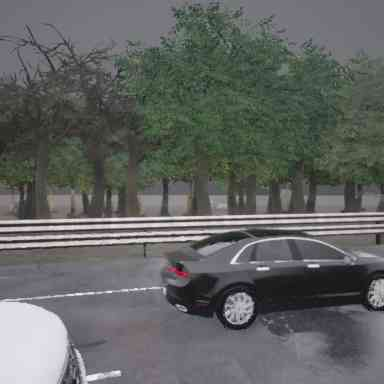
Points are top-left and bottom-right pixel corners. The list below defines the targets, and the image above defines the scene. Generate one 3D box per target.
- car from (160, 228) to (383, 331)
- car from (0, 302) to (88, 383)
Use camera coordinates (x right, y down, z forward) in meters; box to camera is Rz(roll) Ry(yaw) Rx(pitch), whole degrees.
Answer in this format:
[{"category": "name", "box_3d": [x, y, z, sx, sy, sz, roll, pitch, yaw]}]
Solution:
[{"category": "car", "box_3d": [1.825, 1.505, 6.633, 4.892, 1.490, 1.837, 0, 0, -17]}, {"category": "car", "box_3d": [-3.321, 1.224, 1.415, 5.566, 2.045, 2.150, 0, 0, -17]}]
